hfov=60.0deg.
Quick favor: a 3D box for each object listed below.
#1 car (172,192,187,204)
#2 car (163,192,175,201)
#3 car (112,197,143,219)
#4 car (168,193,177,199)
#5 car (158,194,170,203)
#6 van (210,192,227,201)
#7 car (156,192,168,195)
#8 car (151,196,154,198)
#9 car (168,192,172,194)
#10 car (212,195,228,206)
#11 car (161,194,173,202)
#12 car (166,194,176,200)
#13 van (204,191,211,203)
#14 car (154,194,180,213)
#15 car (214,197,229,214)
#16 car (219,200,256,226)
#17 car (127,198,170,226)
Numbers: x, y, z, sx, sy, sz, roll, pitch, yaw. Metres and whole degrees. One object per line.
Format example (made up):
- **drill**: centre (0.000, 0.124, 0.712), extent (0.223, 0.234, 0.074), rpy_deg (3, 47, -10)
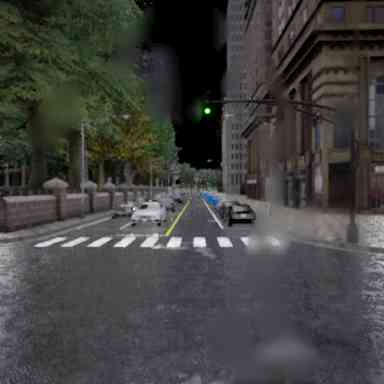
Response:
- **car**: centre (-2.247, 1.210, 54.858), extent (2.033, 1.411, 5.357), rpy_deg (0, 0, 2)
- **car**: centre (-4.784, 0.875, 70.691), extent (2.192, 1.841, 5.009), rpy_deg (0, 0, 1)
- **car**: centre (-5.371, 1.400, 27.335), extent (2.008, 1.369, 4.403), rpy_deg (0, 0, 1)
- **car**: centre (-4.636, 1.027, 81.532), extent (1.887, 1.381, 4.507), rpy_deg (0, 0, 1)
- **car**: centre (-4.932, 1.163, 59.683), extent (1.752, 1.417, 4.829), rpy_deg (0, 0, 1)
- **van**: centre (3.299, 1.098, 38.038), extent (1.690, 1.788, 3.998), rpy_deg (0, 0, 1)
- **car**: centre (-5.078, 1.150, 49.013), extent (1.967, 1.590, 4.097), rpy_deg (0, 0, 1)
- **car**: centre (-5.298, 1.256, 32.754), extent (1.967, 1.590, 4.097), rpy_deg (0, 0, 1)
- **car**: centre (-5.005, 0.988, 54.432), extent (2.192, 1.841, 5.009), rpy_deg (0, 0, 1)
- **car**: centre (3.229, 1.316, 32.789), extent (1.752, 1.417, 4.829), rpy_deg (0, 0, 1)
- **car**: centre (-4.859, 1.125, 65.103), extent (1.752, 1.417, 4.829), rpy_deg (0, 0, 1)
- **car**: centre (-4.709, 1.088, 76.113), extent (1.947, 1.339, 4.313), rpy_deg (0, 0, 1)
- **van**: centre (3.593, 0.953, 59.717), extent (1.690, 1.788, 3.998), rpy_deg (0, 0, 1)
- **car**: centre (-2.606, 1.304, 34.101), extent (1.837, 1.490, 4.892), rpy_deg (0, 0, 1)
- **car**: centre (3.153, 1.391, 27.199), extent (1.947, 1.339, 4.313), rpy_deg (0, 0, 1)
- **car**: centre (3.080, 1.425, 21.780), extent (1.947, 1.339, 4.313), rpy_deg (0, 0, 1)
- **car**: centre (-2.772, 1.398, 22.370), extent (1.812, 1.442, 4.674), rpy_deg (0, 0, 2)
